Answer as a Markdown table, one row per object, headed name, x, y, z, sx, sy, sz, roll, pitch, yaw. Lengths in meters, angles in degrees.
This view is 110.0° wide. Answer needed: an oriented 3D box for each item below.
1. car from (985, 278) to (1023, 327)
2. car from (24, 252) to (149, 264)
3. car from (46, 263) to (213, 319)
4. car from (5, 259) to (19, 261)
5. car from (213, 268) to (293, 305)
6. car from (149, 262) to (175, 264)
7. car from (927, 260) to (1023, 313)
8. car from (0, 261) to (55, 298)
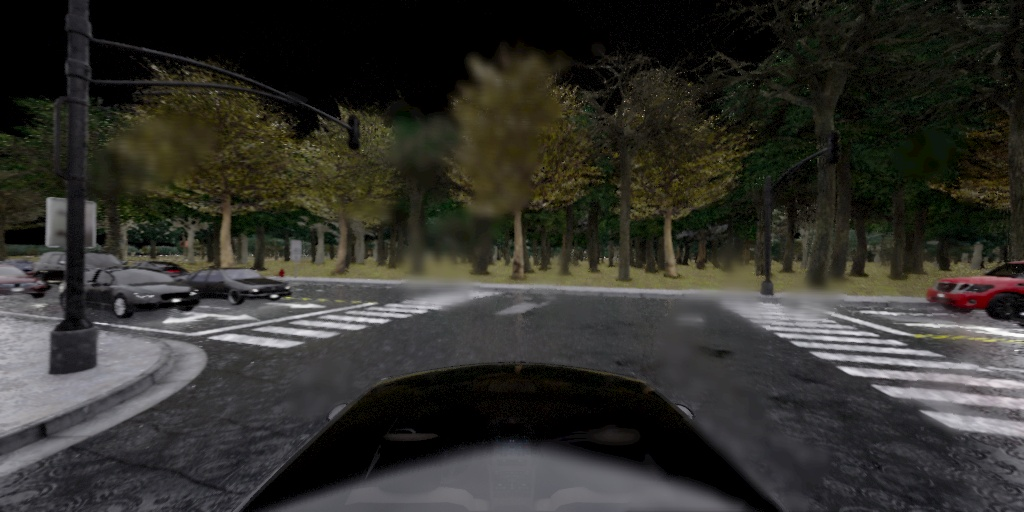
| name | x | y | z | sx | sy | sz | roll | pitch | yaw |
| --- | --- | --- | --- | --- | --- | --- | --- | --- | --- |
| car | 16.090 | 1.434 | 9.274 | 4.181 | 1.385 | 1.994 | 0 | 0 | 19 |
| car | -22.159 | 0.799 | 18.695 | 5.566 | 2.045 | 2.150 | 0 | 0 | 19 |
| car | -12.878 | 1.139 | 12.089 | 4.892 | 1.490 | 1.837 | 0 | 0 | 19 |
| car | -34.395 | 0.959 | 22.894 | 5.008 | 1.535 | 1.882 | 0 | 0 | 19 |
| car | -12.013 | 1.203 | 15.231 | 5.357 | 1.411 | 2.033 | 0 | 0 | 19 |
| car | -22.666 | 1.094 | 22.516 | 4.892 | 1.490 | 1.837 | 0 | 0 | 19 |
| car | 18.108 | 1.121 | 12.028 | 5.566 | 2.045 | 2.150 | 0 | 0 | 19 |
| car | -22.243 | 1.087 | 15.290 | 4.674 | 1.442 | 1.812 | 0 | 0 | 19 |
